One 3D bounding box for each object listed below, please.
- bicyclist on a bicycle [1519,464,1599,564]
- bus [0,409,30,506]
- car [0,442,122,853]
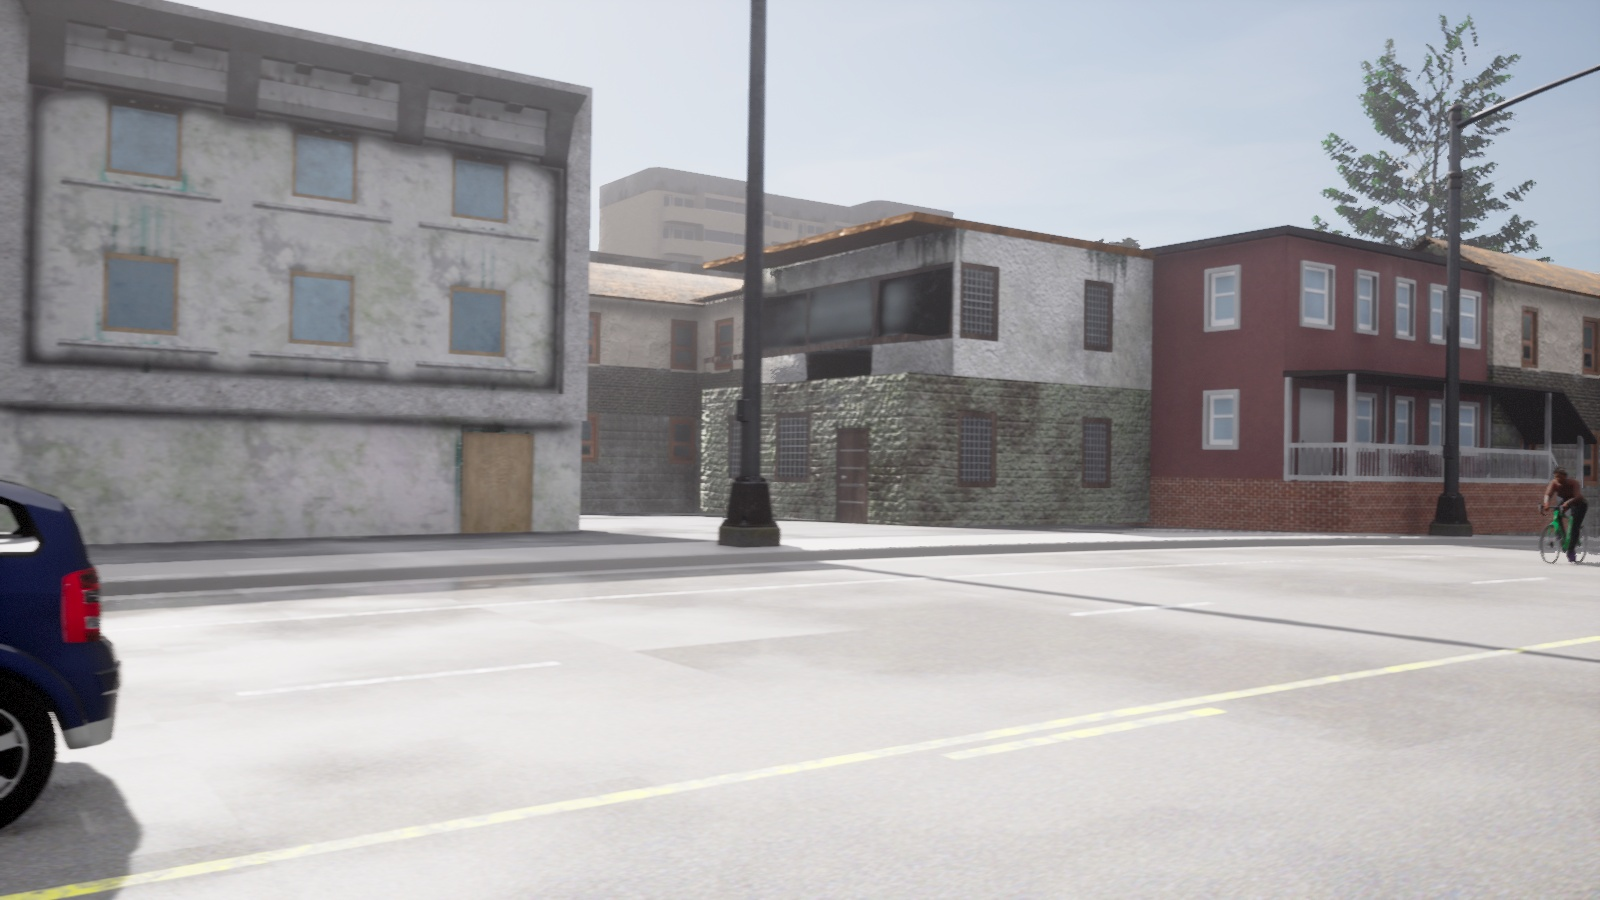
[{"bbox_3d":[12.803,1.063,21.097,1.656,1.620,0.582,2,-1,-35],"label":"bicyclist on a bicycle"},{"bbox_3d":[-39.634,0.262,54.552,10.273,4.253,3.944,1,-1,-35],"label":"bus"},{"bbox_3d":[-4.713,0.744,4.643,3.705,1.549,1.789,0,0,-35],"label":"car"}]
